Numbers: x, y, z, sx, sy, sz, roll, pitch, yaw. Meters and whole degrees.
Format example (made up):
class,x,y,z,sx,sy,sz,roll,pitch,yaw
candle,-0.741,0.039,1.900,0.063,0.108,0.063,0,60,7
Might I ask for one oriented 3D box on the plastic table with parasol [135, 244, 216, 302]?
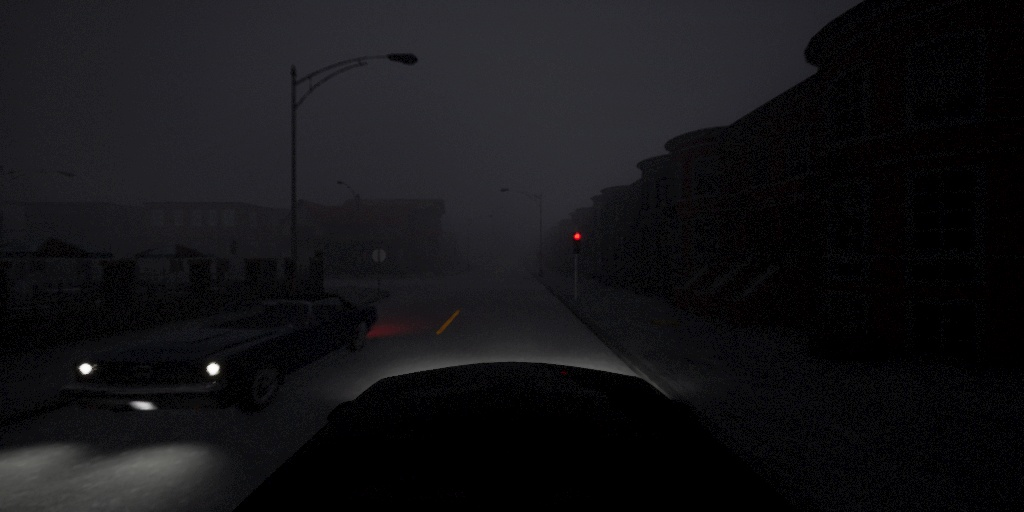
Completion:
class,x,y,z,sx,sy,sz,roll,pitch,yaw
plastic table with parasol,-14.083,0.730,15.096,2.482,2.480,2.482,0,0,-40

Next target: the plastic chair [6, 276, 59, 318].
class,x,y,z,sx,sy,sz,roll,pitch,yaw
plastic chair,-12.908,1.285,9.599,0.750,1.272,0.730,0,0,-40

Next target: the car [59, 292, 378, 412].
class,x,y,z,sx,sy,sz,roll,pitch,yaw
car,-4.084,1.349,6.183,1.895,1.301,4.718,0,0,0

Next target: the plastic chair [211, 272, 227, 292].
class,x,y,z,sx,sy,sz,roll,pitch,yaw
plastic chair,-13.052,1.332,15.840,0.730,1.272,0.750,0,0,-40

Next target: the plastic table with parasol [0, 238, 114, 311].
class,x,y,z,sx,sy,sz,roll,pitch,yaw
plastic table with parasol,-13.645,0.699,10.605,2.482,2.480,2.482,0,0,-40

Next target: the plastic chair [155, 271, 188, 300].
class,x,y,z,sx,sy,sz,roll,pitch,yaw
plastic chair,-13.346,1.333,14.075,0.750,1.272,0.730,0,0,-40

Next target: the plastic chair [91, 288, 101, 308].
class,x,y,z,sx,sy,sz,roll,pitch,yaw
plastic chair,-12.614,1.298,11.349,0.730,1.272,0.750,0,0,-40
